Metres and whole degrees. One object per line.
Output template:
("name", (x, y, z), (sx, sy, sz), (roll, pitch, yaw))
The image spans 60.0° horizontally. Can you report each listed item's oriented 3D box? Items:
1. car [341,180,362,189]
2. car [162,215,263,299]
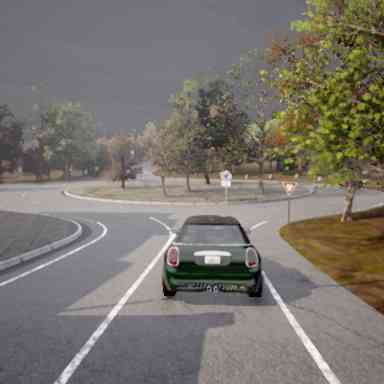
("car", (20.926, -1.240, 44.739), (1.882, 1.535, 5.008), (1, 5, 1))
("car", (0.502, 1.369, 8.751), (2.097, 1.767, 4.553), (0, 0, 3))
